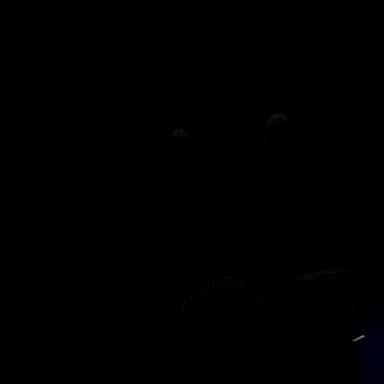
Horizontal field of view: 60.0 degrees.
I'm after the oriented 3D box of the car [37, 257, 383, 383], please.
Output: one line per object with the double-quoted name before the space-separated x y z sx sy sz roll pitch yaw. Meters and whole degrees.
"car" 0.822 1.540 3.652 4.674 1.442 1.812 0 0 -35
